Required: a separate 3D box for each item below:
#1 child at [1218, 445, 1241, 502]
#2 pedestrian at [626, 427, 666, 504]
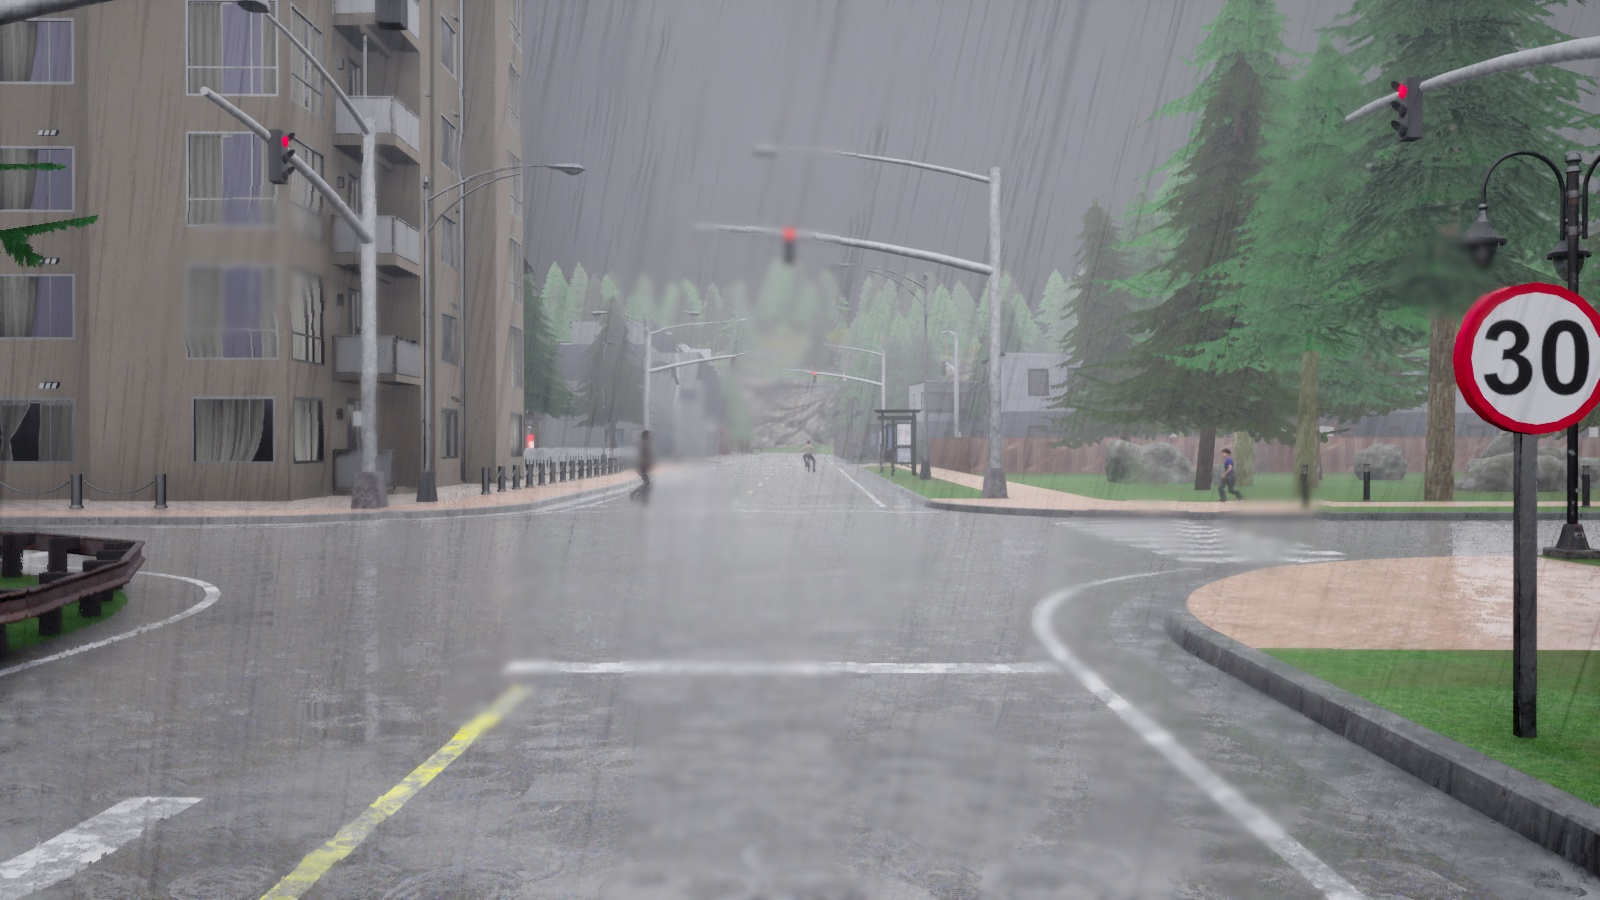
[{"bbox_3d":[9.501,0.518,27.783,0.437,1.263,0.270,0,0,4],"label":"child"},{"bbox_3d":[-3.626,0.370,29.609,0.869,1.805,0.328,0,0,8],"label":"pedestrian"}]
